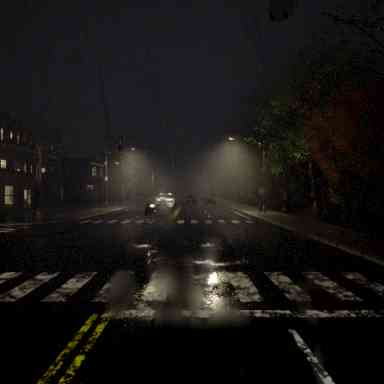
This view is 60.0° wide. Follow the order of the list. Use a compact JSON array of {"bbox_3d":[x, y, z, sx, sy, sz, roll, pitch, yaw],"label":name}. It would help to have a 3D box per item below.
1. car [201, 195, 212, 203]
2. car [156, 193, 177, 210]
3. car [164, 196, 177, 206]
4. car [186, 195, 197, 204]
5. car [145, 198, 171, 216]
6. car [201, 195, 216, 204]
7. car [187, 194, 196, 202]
[{"bbox_3d":[3.085,1.494,73.260,2.128,1.511,4.902,0,0,0],"label":"car"},{"bbox_3d":[-3.429,1.207,43.161,2.150,2.045,5.566,0,0,0],"label":"car"},{"bbox_3d":[-3.446,1.485,53.629,1.837,1.490,4.892,0,0,0],"label":"car"},{"bbox_3d":[-0.144,1.481,62.709,1.837,1.490,4.892,0,0,0],"label":"car"},{"bbox_3d":[-3.412,1.554,32.760,1.994,1.385,4.181,0,0,0],"label":"car"},{"bbox_3d":[3.215,1.578,60.530,1.895,1.301,4.718,0,0,0],"label":"car"},{"bbox_3d":[-0.167,1.281,73.127,1.882,1.535,5.008,0,0,0],"label":"car"}]
